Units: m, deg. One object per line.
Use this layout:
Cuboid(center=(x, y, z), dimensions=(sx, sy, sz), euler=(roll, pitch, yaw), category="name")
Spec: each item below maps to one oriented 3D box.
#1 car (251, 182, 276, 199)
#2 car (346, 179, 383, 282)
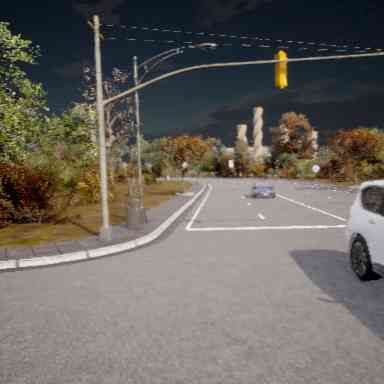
Cuboid(center=(6.397, -0.205, 30.362), dimensions=(1.812, 1.442, 4.674), euler=(-2, 3, 5), category="car")
Cuboid(center=(4.249, 0.817, 5.030), dimensions=(2.150, 2.045, 5.566), euler=(-2, 3, 5), category="car")
